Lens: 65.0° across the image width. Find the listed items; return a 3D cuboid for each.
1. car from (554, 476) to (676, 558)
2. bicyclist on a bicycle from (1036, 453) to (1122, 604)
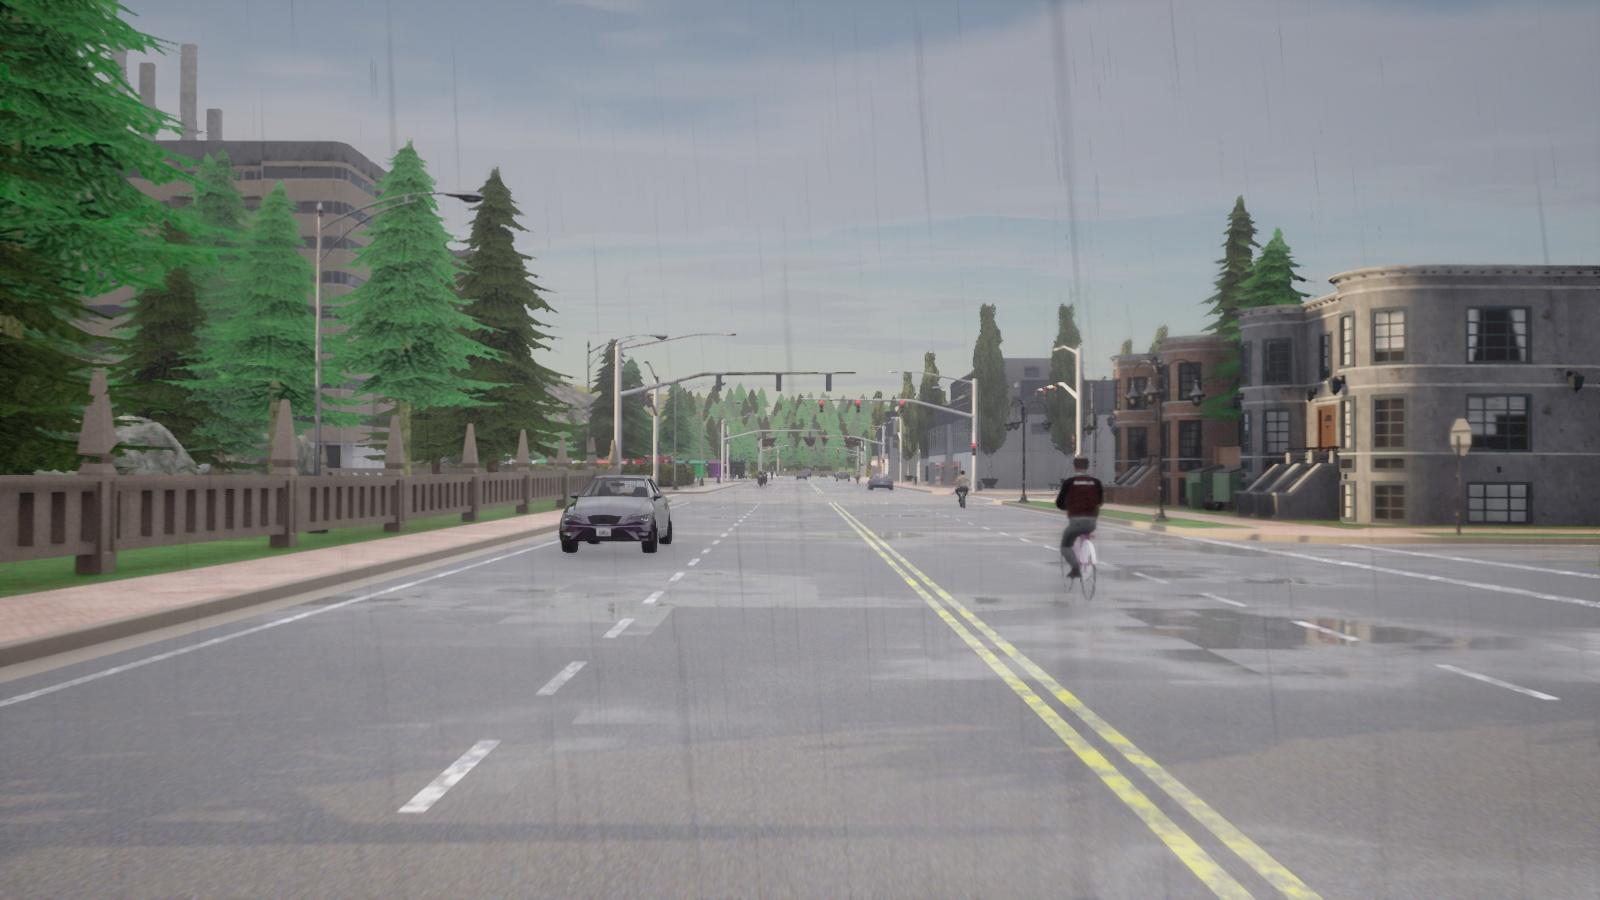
[{"bbox_3d":[-3.560,1.259,24.872,1.816,1.474,4.193,0,-1,0],"label":"car"},{"bbox_3d":[3.461,0.935,15.727,0.659,1.776,1.843,0,-1,0],"label":"bicyclist on a bicycle"}]
